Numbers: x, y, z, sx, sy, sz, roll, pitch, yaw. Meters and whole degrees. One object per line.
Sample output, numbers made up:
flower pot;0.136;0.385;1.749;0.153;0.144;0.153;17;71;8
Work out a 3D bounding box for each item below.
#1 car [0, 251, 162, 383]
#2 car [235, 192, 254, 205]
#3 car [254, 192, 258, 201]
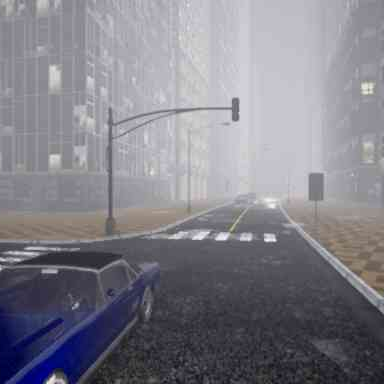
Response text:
car;-1.867;1.602;4.538;1.895;1.301;4.718;-1;0;9
car;7.174;1.035;46.928;2.033;1.411;5.357;0;1;14
car;11.006;0.821;60.929;1.837;1.490;4.892;0;1;16
